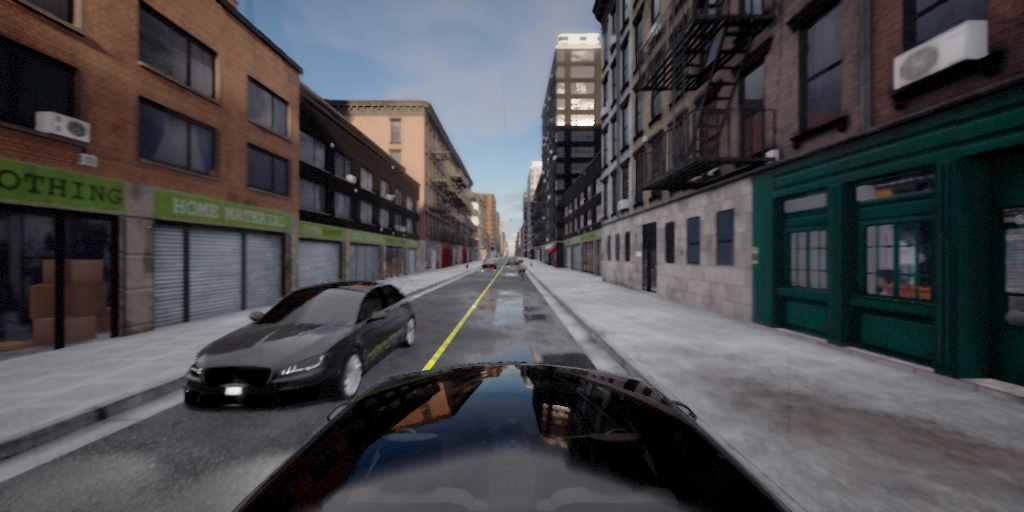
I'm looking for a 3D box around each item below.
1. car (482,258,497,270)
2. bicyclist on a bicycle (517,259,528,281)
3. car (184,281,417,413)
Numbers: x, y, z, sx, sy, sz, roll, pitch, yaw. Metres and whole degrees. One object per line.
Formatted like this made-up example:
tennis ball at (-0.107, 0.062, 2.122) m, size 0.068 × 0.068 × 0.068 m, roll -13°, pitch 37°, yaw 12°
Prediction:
car at (-3.064, 1.079, 49.462) m, size 1.882 × 1.535 × 5.008 m, roll 0°, pitch 0°, yaw 0°
bicyclist on a bicycle at (0.825, 1.128, 27.936) m, size 0.866 × 1.612 × 1.509 m, roll 0°, pitch -1°, yaw 0°
car at (-3.099, 1.250, 6.423) m, size 1.837 × 1.490 × 4.892 m, roll 0°, pitch 0°, yaw 0°
